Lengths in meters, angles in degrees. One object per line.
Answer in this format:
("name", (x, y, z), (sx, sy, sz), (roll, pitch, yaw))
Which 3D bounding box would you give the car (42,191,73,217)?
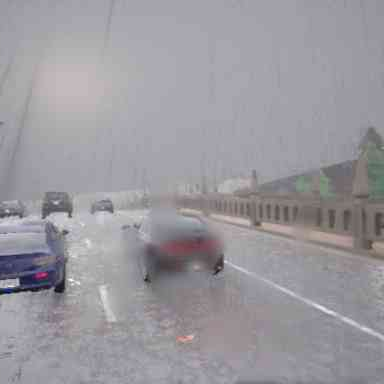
("car", (-11.017, 0.988, 27.305), (2.150, 2.045, 5.566), (-2, 0, -20))

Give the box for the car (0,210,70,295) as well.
("car", (-4.045, 1.437, 8.107), (1.812, 1.442, 4.674), (-2, 1, -20))

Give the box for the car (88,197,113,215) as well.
("car", (-8.248, 1.177, 29.959), (2.128, 1.511, 4.902), (-2, -1, -20))

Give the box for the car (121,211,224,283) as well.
("car", (-0.755, 1.304, 9.295), (1.837, 1.490, 4.892), (-2, 1, -20))

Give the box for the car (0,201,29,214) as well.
("car", (-14.769, 1.470, 27.427), (1.994, 1.385, 4.181), (-2, -1, -20))
